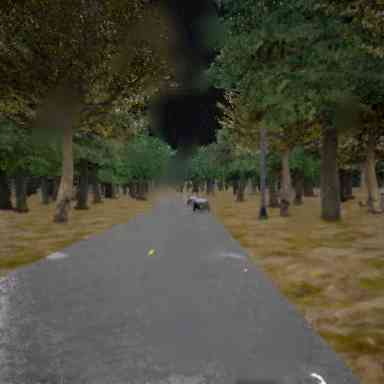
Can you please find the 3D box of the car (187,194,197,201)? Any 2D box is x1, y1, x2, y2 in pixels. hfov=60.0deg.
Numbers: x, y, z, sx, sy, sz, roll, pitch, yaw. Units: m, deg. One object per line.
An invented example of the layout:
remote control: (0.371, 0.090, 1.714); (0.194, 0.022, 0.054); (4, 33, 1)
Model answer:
car: (0.001, 1.165, 73.432); (2.128, 1.511, 4.902); (0, 0, 0)

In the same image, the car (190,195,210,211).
car: (1.044, 1.419, 39.047); (1.882, 1.535, 5.008); (0, 0, 0)

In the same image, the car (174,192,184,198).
car: (-3.010, 0.864, 78.680); (1.837, 1.490, 4.892); (0, 0, 0)

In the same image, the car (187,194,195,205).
car: (0.116, 1.406, 56.985); (1.812, 1.442, 4.674); (0, 0, 0)

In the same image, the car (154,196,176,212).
car: (-3.098, 1.469, 38.106); (1.812, 1.442, 4.674); (0, 0, 0)
